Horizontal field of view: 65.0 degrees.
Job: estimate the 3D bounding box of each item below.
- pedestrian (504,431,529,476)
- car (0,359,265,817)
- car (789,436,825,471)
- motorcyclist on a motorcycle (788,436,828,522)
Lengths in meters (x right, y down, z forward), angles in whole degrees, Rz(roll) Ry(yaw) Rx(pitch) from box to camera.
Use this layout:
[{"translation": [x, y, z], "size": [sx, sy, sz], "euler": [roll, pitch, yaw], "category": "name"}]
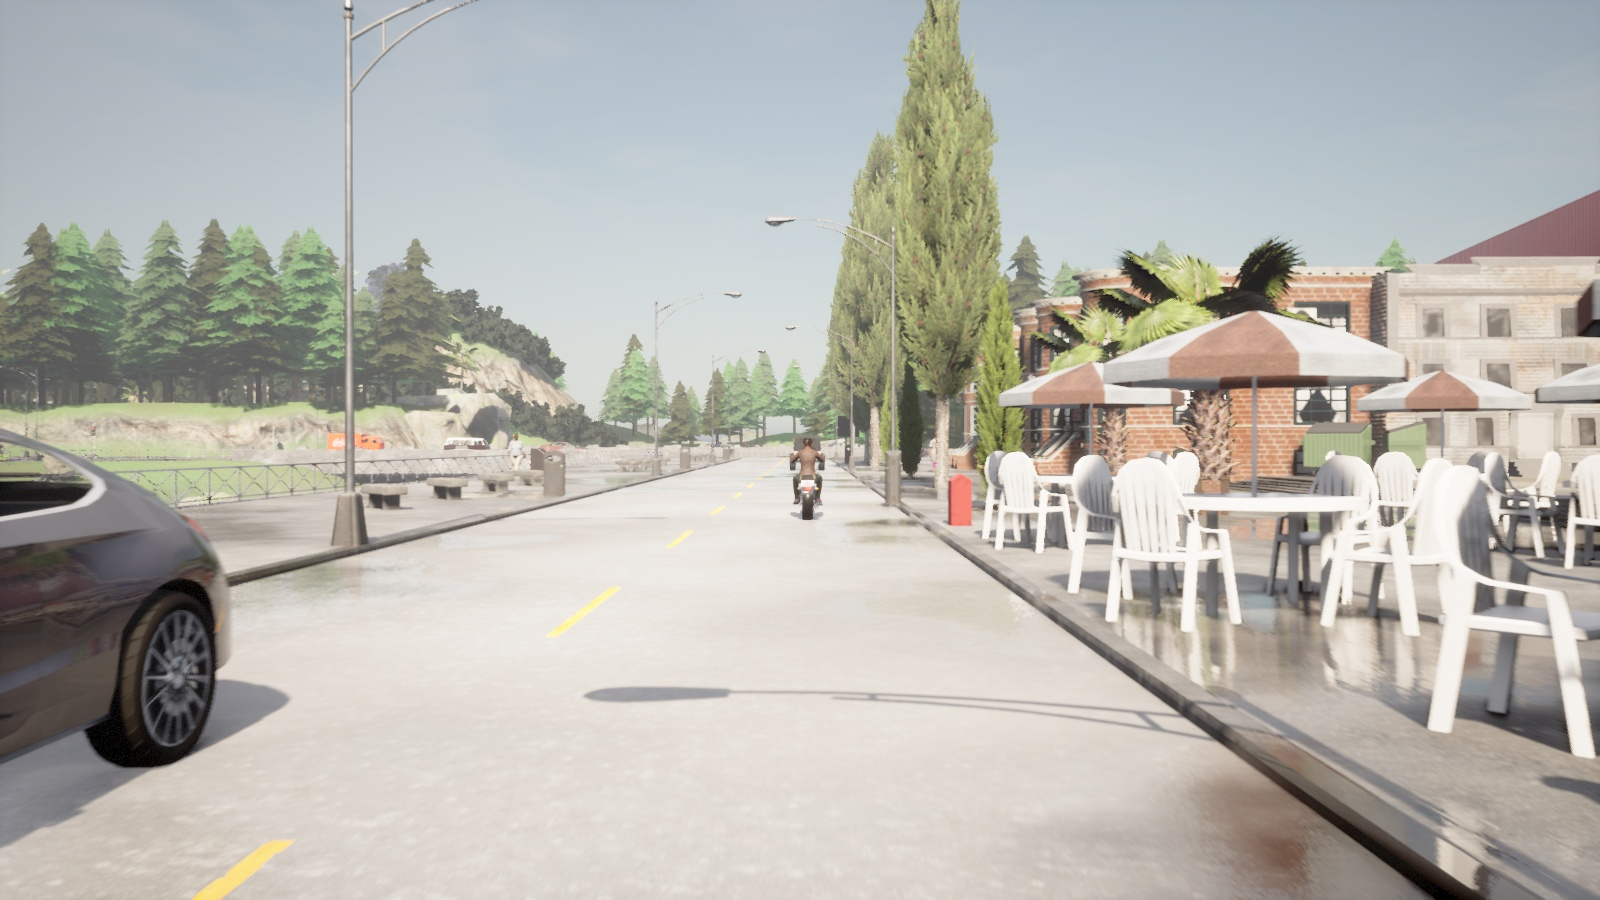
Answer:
[{"translation": [-11.852, 0.151, 52.502], "size": [0.874, 1.855, 0.900], "euler": [0, 0, -1], "category": "pedestrian"}, {"translation": [-3.960, 0.498, 4.223], "size": [2.152, 1.651, 5.027], "euler": [0, 0, 0], "category": "car"}, {"translation": [0.398, 0.153, 69.138], "size": [1.905, 1.878, 3.866], "euler": [0, 0, 0], "category": "car"}, {"translation": [0.155, 0.554, 25.309], "size": [0.766, 1.649, 2.350], "euler": [0, 0, 0], "category": "motorcyclist on a motorcycle"}]
